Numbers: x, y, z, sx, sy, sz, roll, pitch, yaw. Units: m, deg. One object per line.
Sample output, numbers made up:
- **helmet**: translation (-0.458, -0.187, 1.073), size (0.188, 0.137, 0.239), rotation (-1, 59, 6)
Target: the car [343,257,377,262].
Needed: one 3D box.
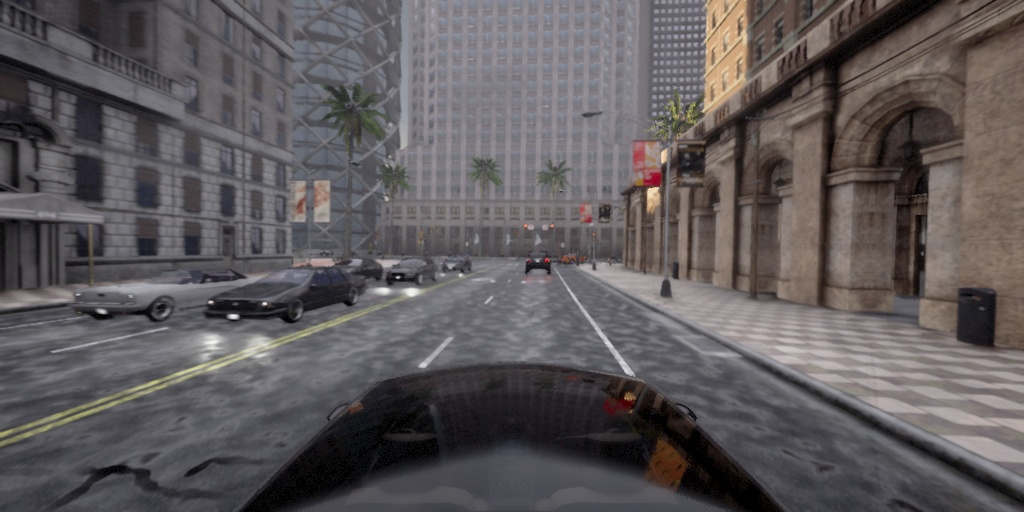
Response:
- **car**: translation (-9.219, 0.793, 21.172), size (1.812, 1.442, 4.674), rotation (1, 1, 5)

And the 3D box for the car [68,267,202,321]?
- **car**: translation (-10.027, 1.034, 11.099), size (1.895, 1.301, 4.718), rotation (1, 1, 4)

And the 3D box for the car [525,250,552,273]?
- **car**: translation (2.416, 0.504, 32.890), size (2.150, 2.045, 5.566), rotation (1, 1, 5)

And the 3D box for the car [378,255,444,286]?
- **car**: translation (-5.719, 0.826, 21.066), size (1.837, 1.490, 4.892), rotation (1, 1, 5)

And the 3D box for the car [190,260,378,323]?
- **car**: translation (-6.505, 1.030, 11.266), size (2.033, 1.411, 5.357), rotation (1, 1, 4)

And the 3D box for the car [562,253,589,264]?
- **car**: translation (10.337, 0.257, 57.615), size (4.553, 1.767, 2.097), rotation (0, 2, -31)

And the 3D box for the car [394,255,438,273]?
- **car**: translation (-8.310, 0.642, 31.692), size (2.033, 1.411, 5.357), rotation (1, 1, 5)

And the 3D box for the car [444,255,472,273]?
- **car**: translation (-4.793, 0.639, 31.693), size (2.128, 1.511, 4.902), rotation (1, 1, 5)
